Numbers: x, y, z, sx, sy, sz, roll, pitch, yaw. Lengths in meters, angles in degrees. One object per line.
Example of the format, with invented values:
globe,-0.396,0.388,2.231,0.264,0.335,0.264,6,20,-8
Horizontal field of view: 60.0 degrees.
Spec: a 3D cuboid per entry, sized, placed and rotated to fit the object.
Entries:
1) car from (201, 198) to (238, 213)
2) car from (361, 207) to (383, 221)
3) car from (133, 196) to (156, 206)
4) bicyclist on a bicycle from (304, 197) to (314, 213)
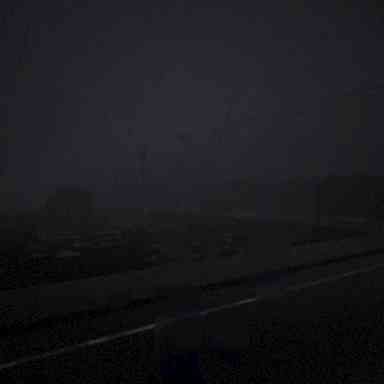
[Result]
car,2.894,1.449,35.691,2.128,1.511,4.902,0,0,-34
car,15.564,1.493,24.549,2.033,1.411,5.357,0,0,-42
car,-7.231,1.363,50.743,2.097,1.767,4.553,0,0,-33
bicyclist on a bicycle,12.206,1.380,34.656,1.656,1.620,0.582,-1,1,-35
